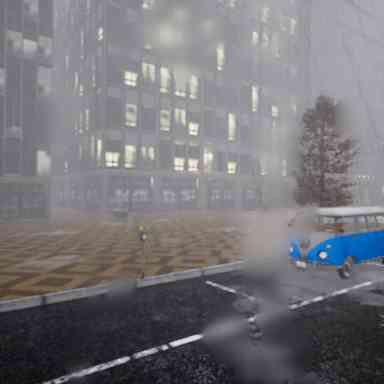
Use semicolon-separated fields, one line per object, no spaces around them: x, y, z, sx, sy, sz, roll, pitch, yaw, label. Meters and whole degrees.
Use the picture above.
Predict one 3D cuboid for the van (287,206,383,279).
4.526;1.341;9.771;3.998;1.788;1.690;0;1;-35;van
